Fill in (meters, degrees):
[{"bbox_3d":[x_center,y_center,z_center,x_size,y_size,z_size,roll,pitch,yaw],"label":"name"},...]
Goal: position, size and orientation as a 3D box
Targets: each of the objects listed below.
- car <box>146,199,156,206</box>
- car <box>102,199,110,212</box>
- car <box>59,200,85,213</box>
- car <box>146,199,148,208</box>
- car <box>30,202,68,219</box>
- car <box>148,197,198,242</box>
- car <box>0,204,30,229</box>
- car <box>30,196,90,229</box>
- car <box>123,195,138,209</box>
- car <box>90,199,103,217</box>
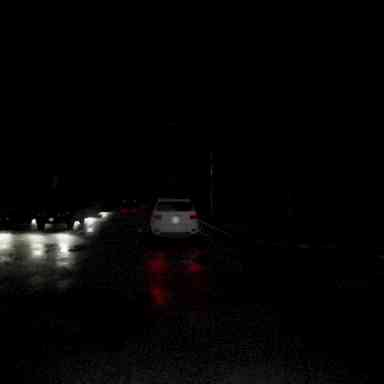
[{"bbox_3d":[-7.801,1.987,63.168,1.895,1.301,4.718,0,-1,-8],"label":"car"},{"bbox_3d":[-11.737,1.694,42.805,1.882,1.535,5.008,0,0,-9],"label":"car"},{"bbox_3d":[-15.226,1.772,42.462,2.033,1.411,5.357,0,0,-9],"label":"car"},{"bbox_3d":[-6.216,1.826,52.862,2.033,1.411,5.357,0,-1,-9],"label":"car"},{"bbox_3d":[-13.673,1.706,32.204,2.033,1.411,5.357,0,0,-8],"label":"car"},{"bbox_3d":[-1.001,1.288,17.074,2.150,2.045,5.566,0,0,-6],"label":"car"},{"bbox_3d":[-12.358,1.594,22.464,1.882,1.535,5.008,0,0,-7],"label":"car"},{"bbox_3d":[-8.910,1.331,23.094,2.150,2.045,5.566,0,0,-6],"label":"car"},{"bbox_3d":[-9.680,1.507,52.358,2.150,2.045,5.566,0,-1,-9],"label":"car"},{"bbox_3d":[-10.174,1.714,32.424,1.994,1.385,4.181,0,0,-8],"label":"car"}]
